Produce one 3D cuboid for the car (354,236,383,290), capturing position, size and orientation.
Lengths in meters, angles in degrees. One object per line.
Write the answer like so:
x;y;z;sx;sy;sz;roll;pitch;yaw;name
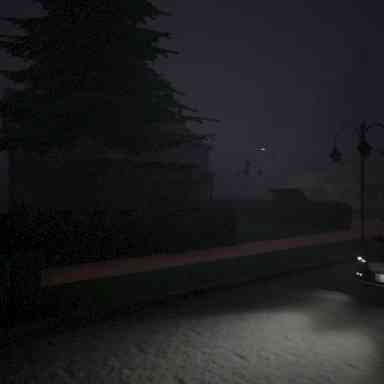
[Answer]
5.952;1.526;8.263;4.902;1.511;2.128;0;0;-36;car
